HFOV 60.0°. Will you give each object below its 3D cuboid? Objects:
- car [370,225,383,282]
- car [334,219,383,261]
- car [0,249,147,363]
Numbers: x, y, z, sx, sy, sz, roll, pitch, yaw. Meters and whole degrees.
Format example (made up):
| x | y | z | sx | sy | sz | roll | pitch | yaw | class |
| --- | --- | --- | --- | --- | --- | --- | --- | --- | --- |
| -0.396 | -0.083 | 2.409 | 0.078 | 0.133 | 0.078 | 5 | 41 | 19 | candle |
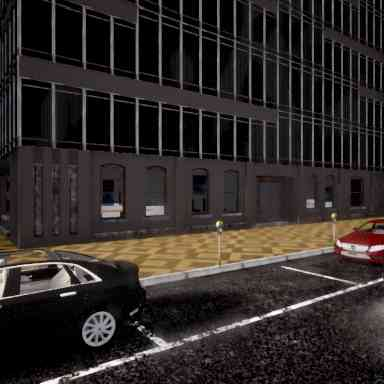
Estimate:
| x | y | z | sx | sy | sz | roll | pitch | yaw | class |
| --- | --- | --- | --- | --- | --- | --- | --- | --- | --- |
| 6.837 | 1.547 | 8.215 | 5.357 | 1.411 | 2.033 | 0 | 0 | -35 | car |
| 6.510 | 1.582 | 11.157 | 4.206 | 1.307 | 1.802 | 0 | 0 | -35 | car |
| -2.780 | 1.551 | 4.577 | 4.403 | 1.369 | 2.008 | 0 | 0 | -35 | car |
